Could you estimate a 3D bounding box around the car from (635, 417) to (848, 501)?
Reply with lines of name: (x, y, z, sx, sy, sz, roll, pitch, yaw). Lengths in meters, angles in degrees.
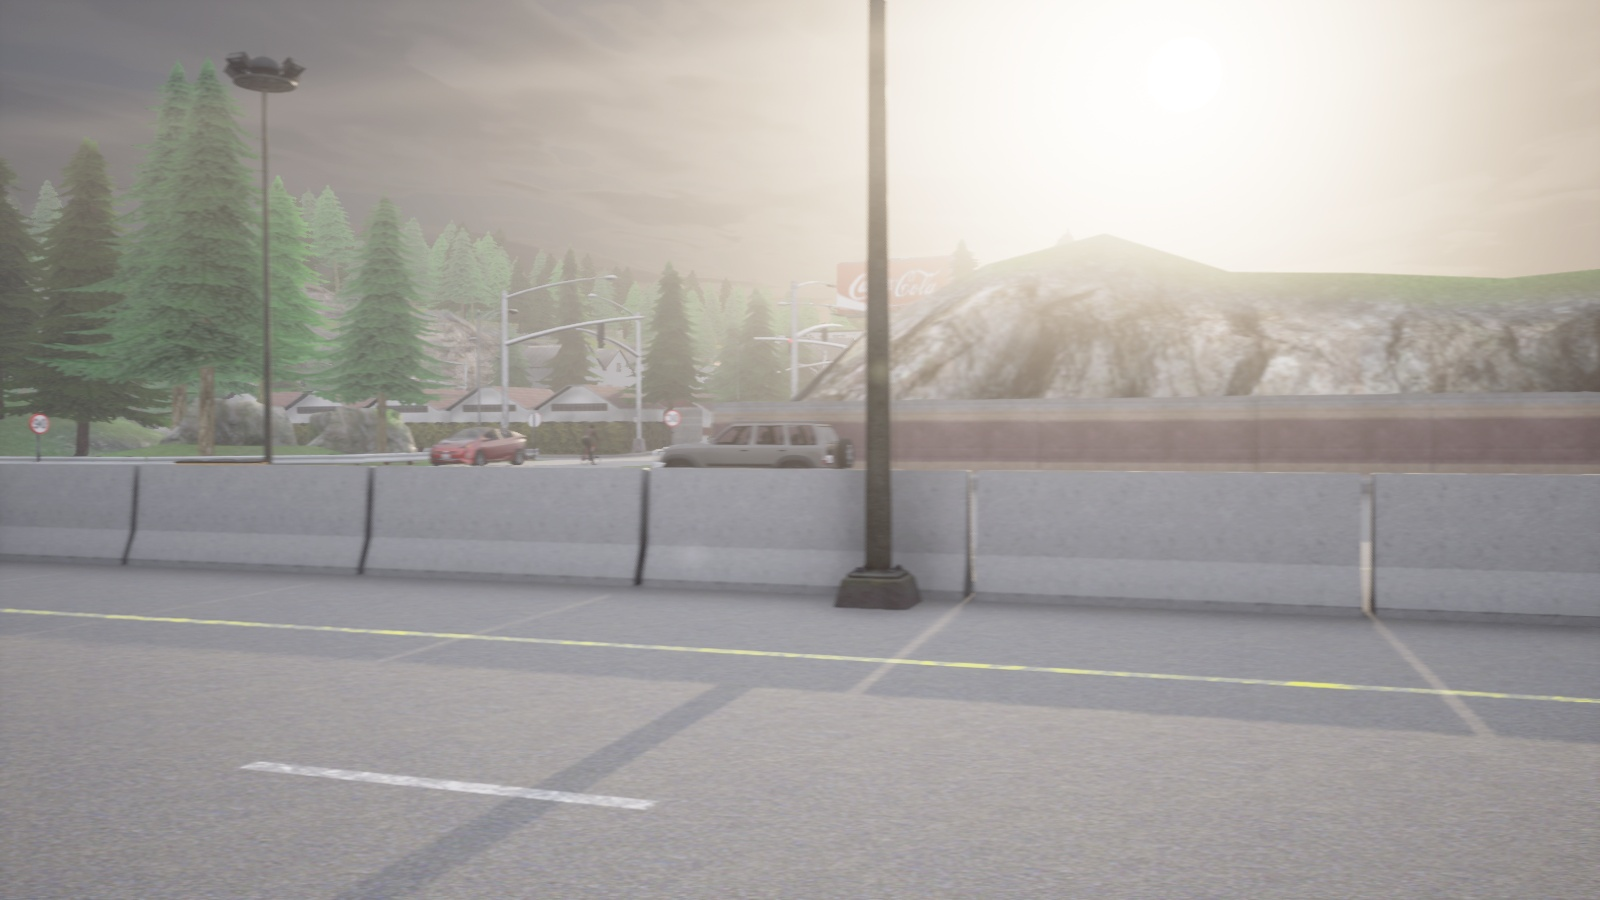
car: (-1.363, 0.165, 29.499, 4.605, 1.855, 1.932, 1, 1, 18)

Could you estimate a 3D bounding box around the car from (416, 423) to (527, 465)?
car: (-12.523, -0.243, 48.181, 2.007, 1.525, 4.514, 1, 1, 19)
